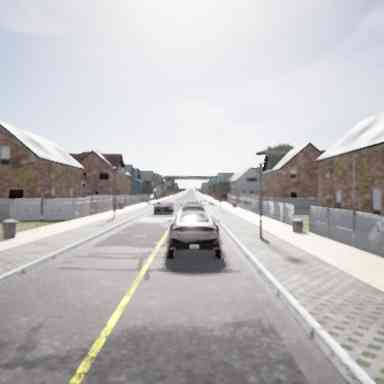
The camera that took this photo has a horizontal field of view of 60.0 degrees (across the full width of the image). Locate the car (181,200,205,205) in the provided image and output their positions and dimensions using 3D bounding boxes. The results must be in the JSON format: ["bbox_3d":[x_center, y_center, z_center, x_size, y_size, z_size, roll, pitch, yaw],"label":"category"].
[{"bbox_3d":[0.087,1.454,28.451,1.837,1.490,4.892,0,0,0],"label":"car"}]

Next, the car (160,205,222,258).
[{"bbox_3d":[0.085,1.472,12.761,2.128,1.511,4.902,0,0,0],"label":"car"}]

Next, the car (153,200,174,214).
[{"bbox_3d":[-2.849,1.537,34.249,1.895,1.301,4.718,0,0,0],"label":"car"}]
